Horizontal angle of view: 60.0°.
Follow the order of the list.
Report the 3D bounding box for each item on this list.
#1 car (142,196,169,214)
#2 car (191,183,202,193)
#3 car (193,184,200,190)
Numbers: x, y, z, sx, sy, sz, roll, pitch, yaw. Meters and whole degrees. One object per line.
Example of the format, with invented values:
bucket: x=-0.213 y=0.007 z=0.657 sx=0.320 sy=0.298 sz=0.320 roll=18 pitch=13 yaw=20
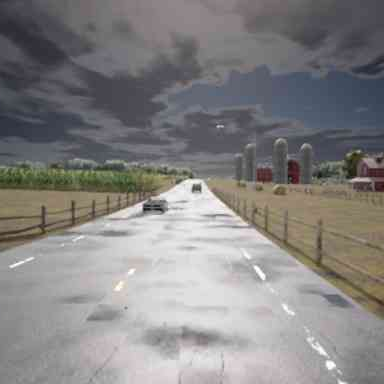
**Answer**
car: x=-3.143 y=1.084 z=29.077 sx=1.895 sy=1.301 sz=4.718 roll=1 pitch=2 yaw=1
car: x=1.042 y=-0.926 z=73.457 sx=2.150 sy=2.045 sz=5.566 roll=1 pitch=3 yaw=1
car: x=1.196 y=-1.289 z=84.087 sx=1.837 sy=1.490 sz=4.892 roll=1 pitch=3 yaw=1
